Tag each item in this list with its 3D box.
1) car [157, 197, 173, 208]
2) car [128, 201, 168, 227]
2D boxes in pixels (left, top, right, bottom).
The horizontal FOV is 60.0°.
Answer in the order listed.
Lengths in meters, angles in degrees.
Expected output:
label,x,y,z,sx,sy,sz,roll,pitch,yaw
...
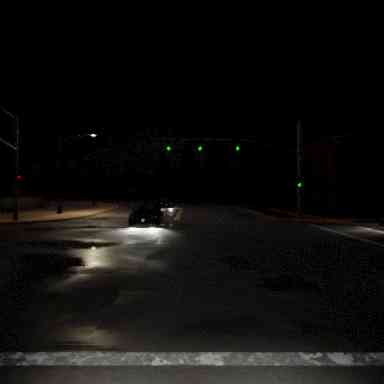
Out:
label,x,y,z,sx,sy,sz,roll,pitch,yaw
car,-3.926,1.484,47.731,1.837,1.490,4.892,1,0,-10
car,-3.023,1.560,22.628,1.994,1.385,4.181,0,0,1
